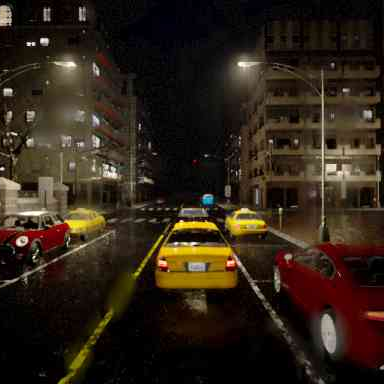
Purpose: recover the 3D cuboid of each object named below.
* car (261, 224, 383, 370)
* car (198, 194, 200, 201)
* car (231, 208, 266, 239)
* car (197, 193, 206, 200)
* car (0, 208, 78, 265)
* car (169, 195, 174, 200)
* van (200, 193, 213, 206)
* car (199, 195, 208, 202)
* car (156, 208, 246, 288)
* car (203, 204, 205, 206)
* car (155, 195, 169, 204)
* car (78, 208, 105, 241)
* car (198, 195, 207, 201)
[{"bbox_3d":[2.690,1.546,5.793,1.887,1.381,4.507,1,0,0],"label":"car"},{"bbox_3d":[2.612,1.516,60.691,1.887,1.381,4.507,1,0,0],"label":"car"},{"bbox_3d":[2.673,1.527,17.197,1.752,1.417,4.829,1,0,0],"label":"car"},{"bbox_3d":[2.576,1.245,89.045,2.192,1.841,5.009,1,0,0],"label":"car"},{"bbox_3d":[-5.698,1.442,11.417,1.967,1.590,4.097,1,0,0],"label":"car"},{"bbox_3d":[-5.808,1.512,89.091,1.802,1.307,4.206,1,0,0],"label":"car"},{"bbox_3d":[2.623,1.319,55.019,1.690,1.788,3.998,1,0,0],"label":"van"},{"bbox_3d":[2.589,1.500,77.703,2.008,1.369,4.403,1,0,0],"label":"car"},{"bbox_3d":[0.086,1.458,9.163,1.801,1.575,5.366,0,0,0],"label":"car"},{"bbox_3d":[0.080,1.602,19.652,1.895,1.301,4.718,0,0,0],"label":"car"},{"bbox_3d":[-5.768,1.554,60.736,1.802,1.307,4.206,1,0,0],"label":"car"},{"bbox_3d":[-5.706,1.527,16.862,1.752,1.417,4.829,1,0,0],"label":"car"},{"bbox_3d":[2.581,1.491,83.374,2.008,1.369,4.403,1,0,0],"label":"car"}]
